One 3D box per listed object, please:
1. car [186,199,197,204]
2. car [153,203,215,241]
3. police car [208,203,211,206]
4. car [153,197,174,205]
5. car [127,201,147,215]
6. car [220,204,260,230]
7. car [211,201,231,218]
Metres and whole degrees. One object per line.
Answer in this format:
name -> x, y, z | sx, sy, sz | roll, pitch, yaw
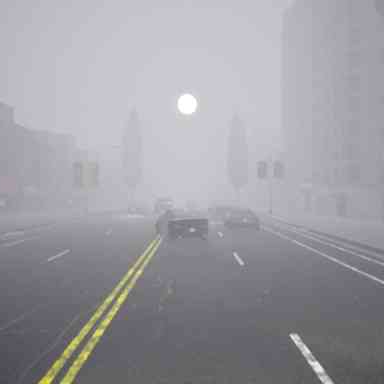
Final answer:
car -> -0.032, 2.365, 59.659 | 2.033, 1.411, 5.357 | 0, -1, 0
car -> -0.609, 1.589, 17.397 | 1.882, 1.535, 5.008 | -1, 0, -15
police car -> 3.192, 1.981, 44.140 | 2.038, 1.542, 4.974 | 0, -1, 0
car -> -3.400, 1.626, 40.383 | 2.150, 2.045, 5.566 | 0, -1, 0
car -> -6.652, 1.896, 40.333 | 2.128, 1.511, 4.902 | 0, -1, 0
car -> 3.221, 1.717, 22.133 | 1.994, 1.385, 4.181 | 0, -1, 0
car -> 3.207, 1.766, 33.137 | 1.882, 1.535, 5.008 | 0, -1, 0
